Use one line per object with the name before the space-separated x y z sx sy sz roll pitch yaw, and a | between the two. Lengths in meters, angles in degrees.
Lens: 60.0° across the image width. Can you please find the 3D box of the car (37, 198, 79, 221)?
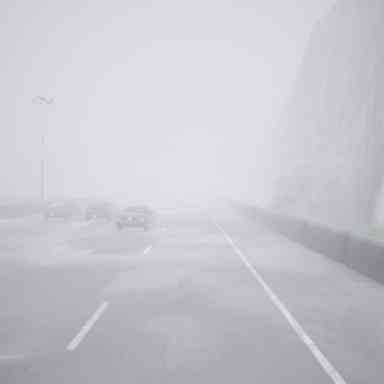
car | -10.391 1.470 26.956 1.812 1.442 4.674 0 0 0

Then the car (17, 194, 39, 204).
car | -24.535 1.166 51.512 1.837 1.490 4.892 0 1 0

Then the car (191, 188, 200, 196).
car | 1.254 0.177 92.645 1.882 1.535 5.008 0 2 0

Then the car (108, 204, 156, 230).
car | -3.393 1.528 20.703 2.033 1.411 5.357 0 0 0

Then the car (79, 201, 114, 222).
car | -6.892 1.456 26.014 1.837 1.490 4.892 0 0 0

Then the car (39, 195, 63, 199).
car | -21.041 1.200 50.773 1.812 1.442 4.674 0 1 0

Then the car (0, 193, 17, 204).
car | -28.031 1.019 51.247 2.097 1.767 4.553 0 1 1
